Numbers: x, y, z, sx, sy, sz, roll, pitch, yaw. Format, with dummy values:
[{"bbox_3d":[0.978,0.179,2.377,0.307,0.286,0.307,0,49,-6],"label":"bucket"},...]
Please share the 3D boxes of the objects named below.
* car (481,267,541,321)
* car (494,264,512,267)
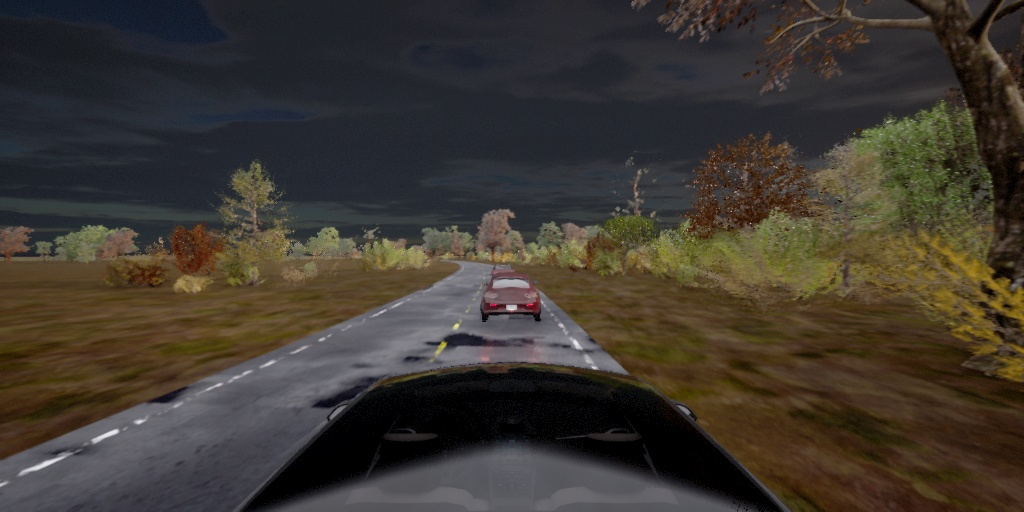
[{"bbox_3d":[-0.062,1.277,12.344,1.812,1.442,4.674,0,0,-1],"label":"car"},{"bbox_3d":[-0.796,1.358,30.183,1.895,1.301,4.718,0,0,-3],"label":"car"}]
